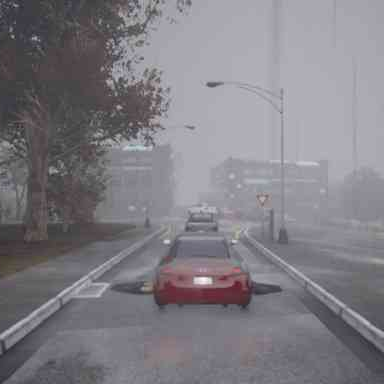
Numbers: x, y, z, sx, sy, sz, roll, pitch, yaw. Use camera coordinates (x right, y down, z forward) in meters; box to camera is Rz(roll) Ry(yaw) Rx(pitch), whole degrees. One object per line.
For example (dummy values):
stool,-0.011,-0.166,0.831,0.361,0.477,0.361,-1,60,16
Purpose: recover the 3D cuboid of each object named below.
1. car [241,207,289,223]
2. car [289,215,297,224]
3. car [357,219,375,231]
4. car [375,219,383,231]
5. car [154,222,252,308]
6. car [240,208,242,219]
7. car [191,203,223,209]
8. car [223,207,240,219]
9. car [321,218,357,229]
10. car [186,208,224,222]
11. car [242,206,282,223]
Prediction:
car,9.428,3.199,43.081,4.902,1.511,2.128,6,-3,-11
car,12.986,3.795,49.290,1.946,1.575,5.366,7,-4,-31
car,24.903,4.992,51.334,2.002,1.452,4.674,7,-4,-30
car,27.775,5.239,52.026,1.946,1.575,5.366,7,-4,-30
car,0.221,1.666,8.191,1.994,1.385,4.181,0,-1,0
car,7.172,3.089,47.957,2.185,1.767,4.553,6,-4,-31
car,1.334,2.546,46.794,2.435,2.045,5.566,1,-3,-31
car,4.206,2.839,47.420,2.185,1.767,4.553,4,-4,-32
car,21.939,4.703,50.783,2.002,1.452,4.674,7,-4,-30
car,0.688,1.946,19.864,2.128,1.511,4.902,0,-2,5
car,10.162,3.257,48.554,2.435,2.045,5.566,7,-4,-31
